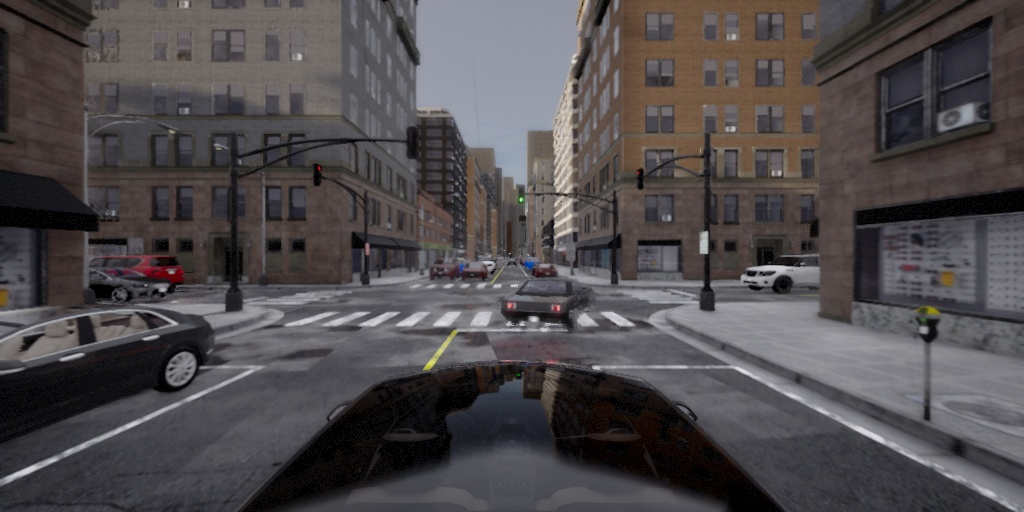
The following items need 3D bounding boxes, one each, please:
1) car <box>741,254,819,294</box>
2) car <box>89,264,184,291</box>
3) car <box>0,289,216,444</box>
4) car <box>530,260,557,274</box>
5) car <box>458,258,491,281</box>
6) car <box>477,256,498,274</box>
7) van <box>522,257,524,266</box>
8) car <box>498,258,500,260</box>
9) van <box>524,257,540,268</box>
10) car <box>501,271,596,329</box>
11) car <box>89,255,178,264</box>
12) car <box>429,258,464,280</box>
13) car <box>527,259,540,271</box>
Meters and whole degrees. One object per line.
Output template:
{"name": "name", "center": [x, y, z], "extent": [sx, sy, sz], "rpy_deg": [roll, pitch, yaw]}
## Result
{"name": "car", "center": [15.417, 0.900, 19.193], "extent": [5.566, 2.045, 2.150], "rpy_deg": [0, 0, -2]}
{"name": "car", "center": [-18.024, 1.254, 16.006], "extent": [4.902, 1.511, 2.128], "rpy_deg": [0, 0, 0]}
{"name": "car", "center": [-5.667, 1.300, 4.029], "extent": [2.007, 1.370, 4.403], "rpy_deg": [0, 0, 0]}
{"name": "car", "center": [2.864, 1.291, 30.800], "extent": [1.888, 1.381, 4.507], "rpy_deg": [0, 0, 0]}
{"name": "car", "center": [-3.093, 1.224, 30.377], "extent": [1.882, 1.535, 5.008], "rpy_deg": [0, 0, 0]}
{"name": "car", "center": [-3.083, 0.967, 40.461], "extent": [2.150, 2.045, 5.566], "rpy_deg": [0, 0, 0]}
{"name": "van", "center": [2.869, 1.086, 58.307], "extent": [1.690, 1.789, 3.998], "rpy_deg": [0, 0, 0]}
{"name": "car", "center": [-3.051, 1.347, 50.652], "extent": [1.895, 1.301, 4.718], "rpy_deg": [0, 0, 0]}
{"name": "van", "center": [2.867, 1.086, 47.304], "extent": [1.690, 1.789, 3.998], "rpy_deg": [0, 0, 0]}
{"name": "car", "center": [1.380, 1.347, 11.383], "extent": [1.895, 1.301, 4.718], "rpy_deg": [0, 0, 21]}
{"name": "car", "center": [-21.017, 0.975, 19.272], "extent": [5.566, 2.045, 2.150], "rpy_deg": [0, 0, -1]}
{"name": "car", "center": [-5.662, 1.061, 30.803], "extent": [2.192, 1.841, 5.009], "rpy_deg": [0, 0, 0]}
{"name": "car", "center": [2.865, 1.311, 36.302], "extent": [1.948, 1.339, 4.313], "rpy_deg": [0, 0, 0]}
